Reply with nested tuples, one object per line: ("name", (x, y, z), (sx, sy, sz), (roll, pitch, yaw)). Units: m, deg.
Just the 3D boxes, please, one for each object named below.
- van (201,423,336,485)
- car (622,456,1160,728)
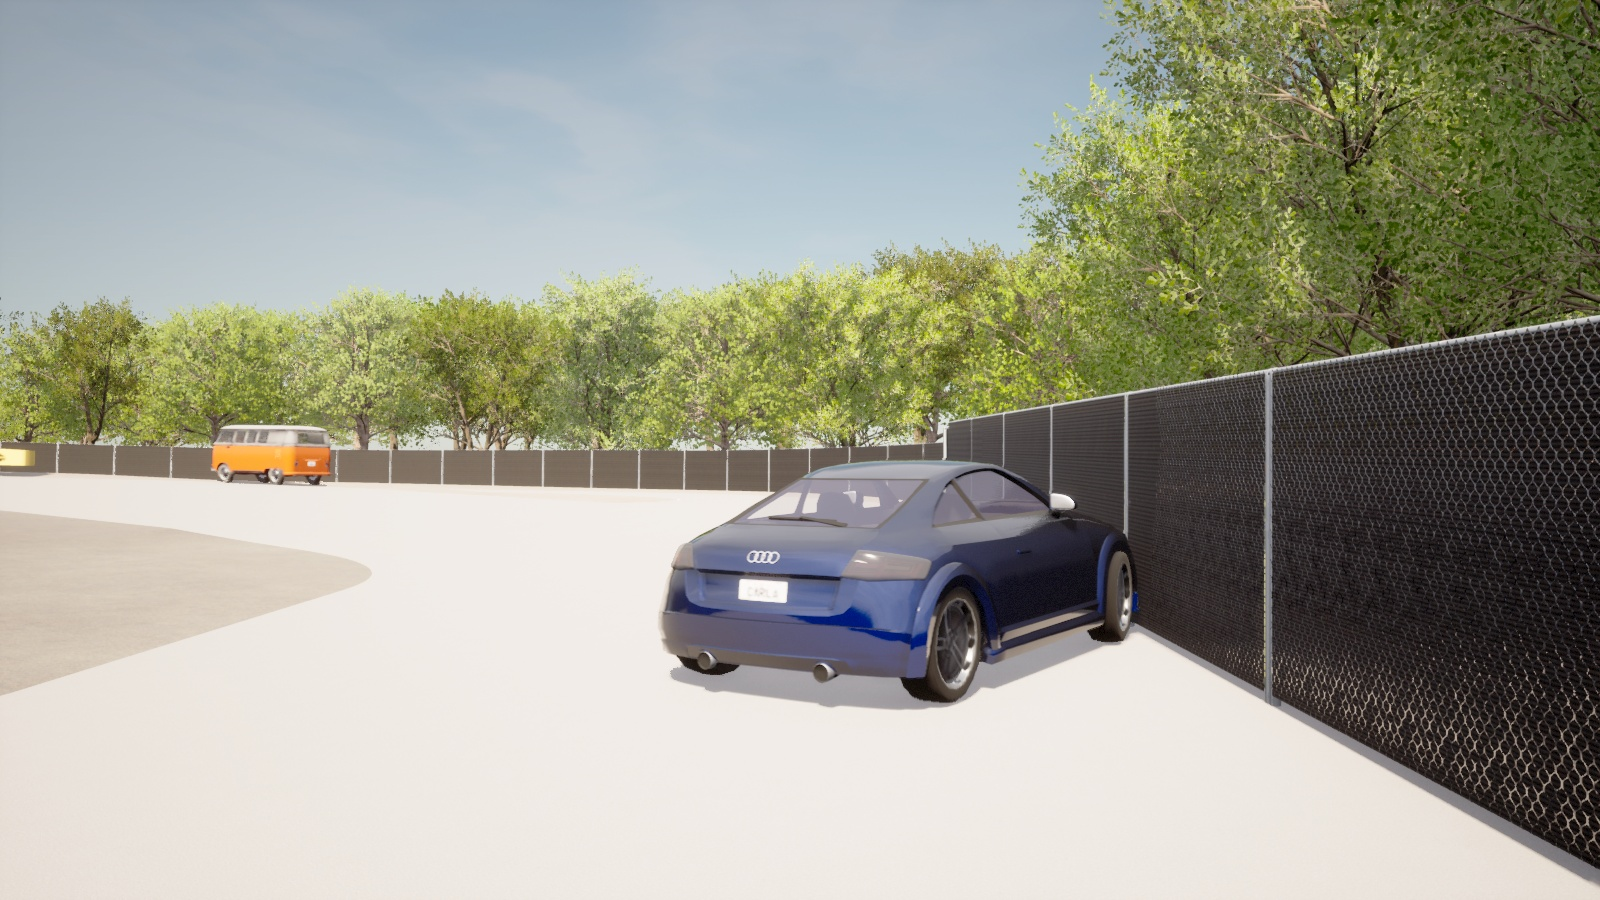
("van", (-17.891, 0.127, 42.228), (4.442, 1.987, 1.775), (1, -1, 29))
("car", (0.898, 0.759, 8.907), (1.994, 1.385, 4.181), (0, 0, 34))
